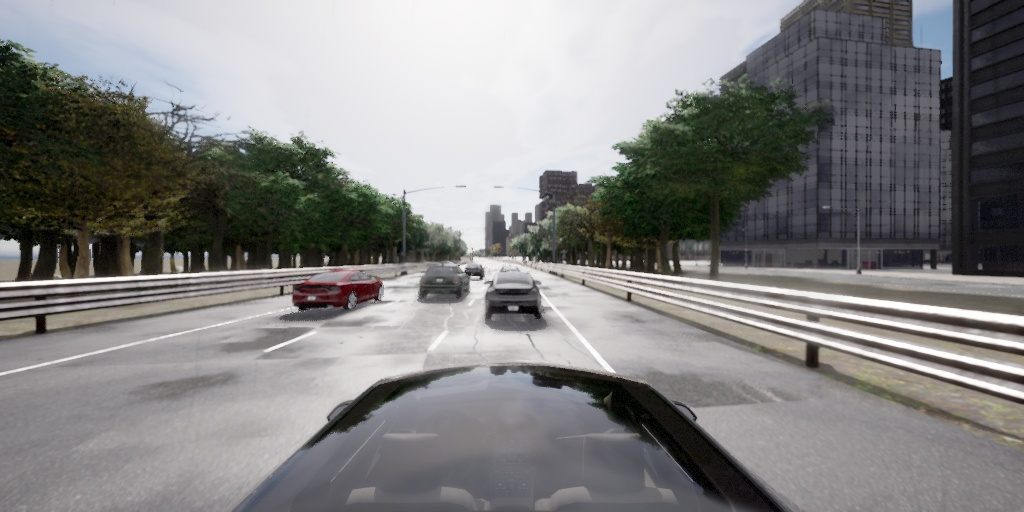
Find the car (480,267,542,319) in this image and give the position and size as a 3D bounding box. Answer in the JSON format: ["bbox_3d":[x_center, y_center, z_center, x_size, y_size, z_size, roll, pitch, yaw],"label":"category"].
[{"bbox_3d":[0.029,1.335,13.229,1.837,1.490,4.892,0,0,0],"label":"car"}]

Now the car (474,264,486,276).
[{"bbox_3d":[-3.731,1.498,35.918,1.837,1.490,4.892,0,-1,-1],"label":"car"}]

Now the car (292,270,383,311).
[{"bbox_3d":[-6.979,1.319,14.948,1.882,1.535,5.008,0,0,0],"label":"car"}]

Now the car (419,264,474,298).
[{"bbox_3d":[-3.513,1.225,19.432,2.097,1.767,4.553,0,0,0],"label":"car"}]
